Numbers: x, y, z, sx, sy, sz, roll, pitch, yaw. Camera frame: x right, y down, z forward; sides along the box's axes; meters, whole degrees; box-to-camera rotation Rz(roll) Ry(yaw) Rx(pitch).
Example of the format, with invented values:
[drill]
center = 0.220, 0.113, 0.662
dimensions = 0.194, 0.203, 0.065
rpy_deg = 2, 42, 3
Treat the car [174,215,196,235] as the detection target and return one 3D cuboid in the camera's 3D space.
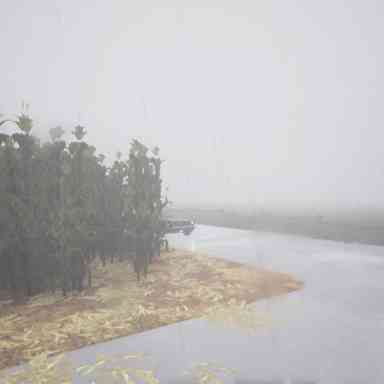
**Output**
[car]
center = -1.813, 1.695, 18.694
dimensions = 1.895, 1.301, 4.718
rpy_deg = 0, -1, -35
